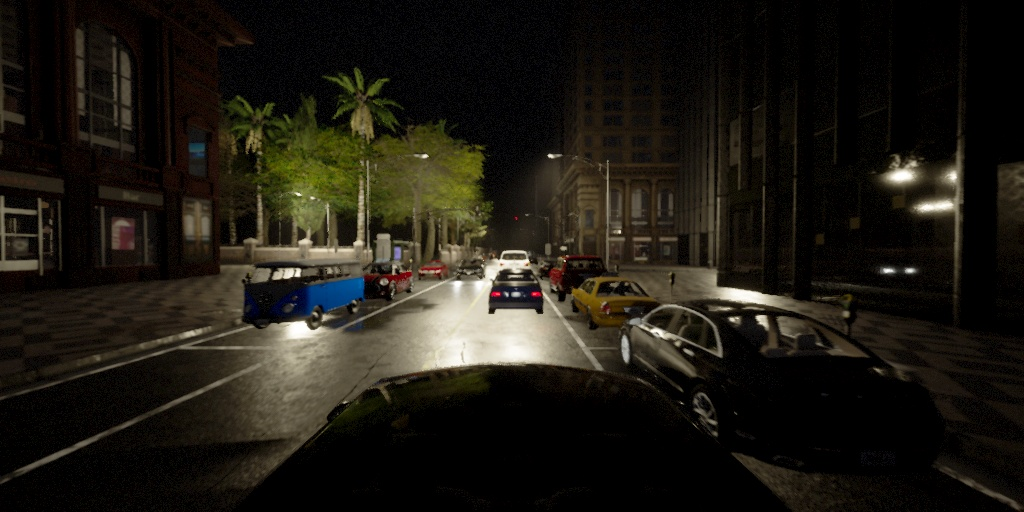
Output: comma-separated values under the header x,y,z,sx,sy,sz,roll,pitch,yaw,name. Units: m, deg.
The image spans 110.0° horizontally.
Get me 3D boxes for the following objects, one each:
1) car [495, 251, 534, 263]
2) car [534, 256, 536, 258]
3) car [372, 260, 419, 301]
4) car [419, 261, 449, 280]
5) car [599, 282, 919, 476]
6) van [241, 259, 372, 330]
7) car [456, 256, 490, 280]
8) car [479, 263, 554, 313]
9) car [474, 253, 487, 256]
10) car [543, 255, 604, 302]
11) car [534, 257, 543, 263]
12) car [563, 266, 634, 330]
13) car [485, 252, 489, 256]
x,y,z,sx,sy,sz,roll,pitch,yaw,name
0.152,0.661,25.124,2.150,2.045,5.566,0,1,0,car
2.875,0.623,53.026,1.948,1.339,4.313,0,0,0,car
-5.733,1.003,15.776,1.967,1.591,4.097,0,0,0,car
-5.709,1.000,26.628,1.802,1.307,4.207,0,0,0,car
2.769,1.259,4.892,2.007,1.370,4.403,0,0,0,car
-5.745,0.976,10.351,1.690,1.789,3.998,0,0,0,van
-2.952,0.926,26.852,1.837,1.490,4.892,0,0,0,car
0.125,1.147,13.109,2.033,1.411,5.357,0,1,0,car
-5.638,0.531,58.484,2.007,1.370,4.403,0,0,0,car
2.793,0.879,15.742,2.192,1.841,5.009,0,0,0,car
2.817,0.985,26.591,1.948,1.339,4.313,0,0,0,car
2.781,1.162,10.487,1.751,1.417,4.829,0,0,0,car
-5.626,0.345,63.904,1.967,1.591,4.097,0,0,0,car
